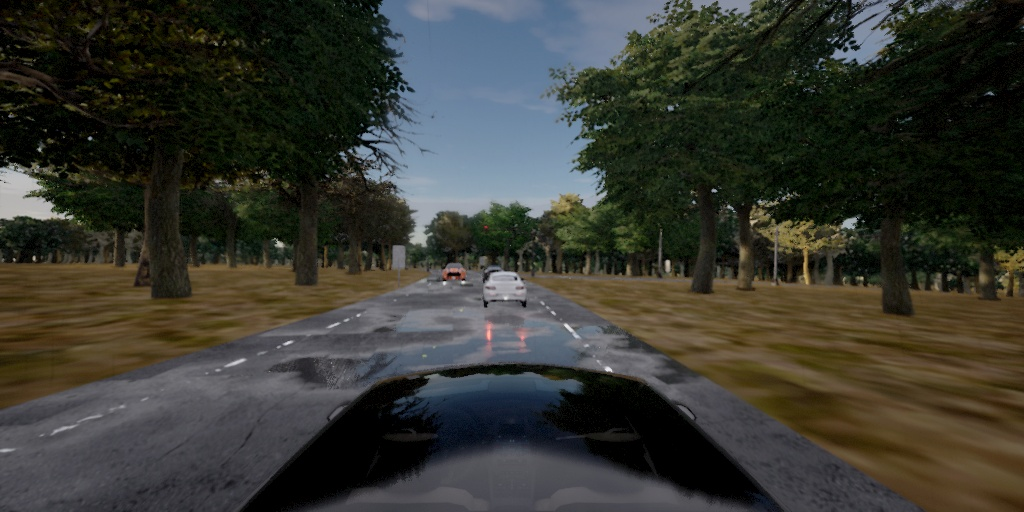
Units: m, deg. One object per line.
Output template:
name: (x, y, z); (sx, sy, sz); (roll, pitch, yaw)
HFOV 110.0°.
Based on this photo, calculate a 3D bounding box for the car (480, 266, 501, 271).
car: (-1.619, 1.579, 31.303); (1.837, 1.490, 4.892); (0, 0, -6)

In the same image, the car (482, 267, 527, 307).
car: (-0.360, 1.427, 16.344); (1.812, 1.442, 4.674); (0, 0, -3)

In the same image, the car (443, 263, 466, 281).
car: (-5.634, 1.464, 35.237); (2.097, 1.767, 4.553); (0, 0, -7)
